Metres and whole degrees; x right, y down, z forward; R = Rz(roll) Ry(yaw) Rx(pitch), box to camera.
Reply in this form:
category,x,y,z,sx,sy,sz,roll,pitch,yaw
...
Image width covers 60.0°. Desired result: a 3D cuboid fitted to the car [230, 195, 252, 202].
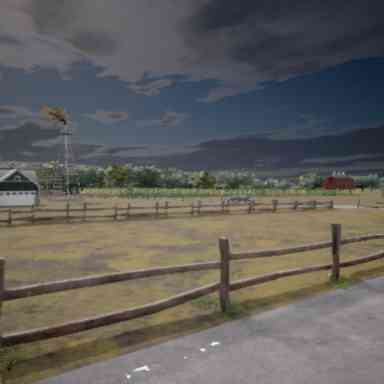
category,x,y,z,sx,sy,sz,roll,pitch,yaw
car,10.379,1.340,70.703,2.033,1.411,5.357,-1,1,-35
